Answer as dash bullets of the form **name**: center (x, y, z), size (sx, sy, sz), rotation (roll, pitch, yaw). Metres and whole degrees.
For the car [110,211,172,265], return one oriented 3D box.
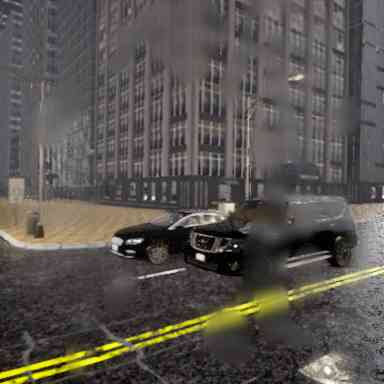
- **car**: center (-0.320, 1.386, 11.429), size (4.902, 1.511, 2.128), rotation (-1, 1, -36)

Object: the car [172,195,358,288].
- **car**: center (2.444, 1.144, 9.411), size (5.566, 2.045, 2.150), rotation (-1, 1, -36)
